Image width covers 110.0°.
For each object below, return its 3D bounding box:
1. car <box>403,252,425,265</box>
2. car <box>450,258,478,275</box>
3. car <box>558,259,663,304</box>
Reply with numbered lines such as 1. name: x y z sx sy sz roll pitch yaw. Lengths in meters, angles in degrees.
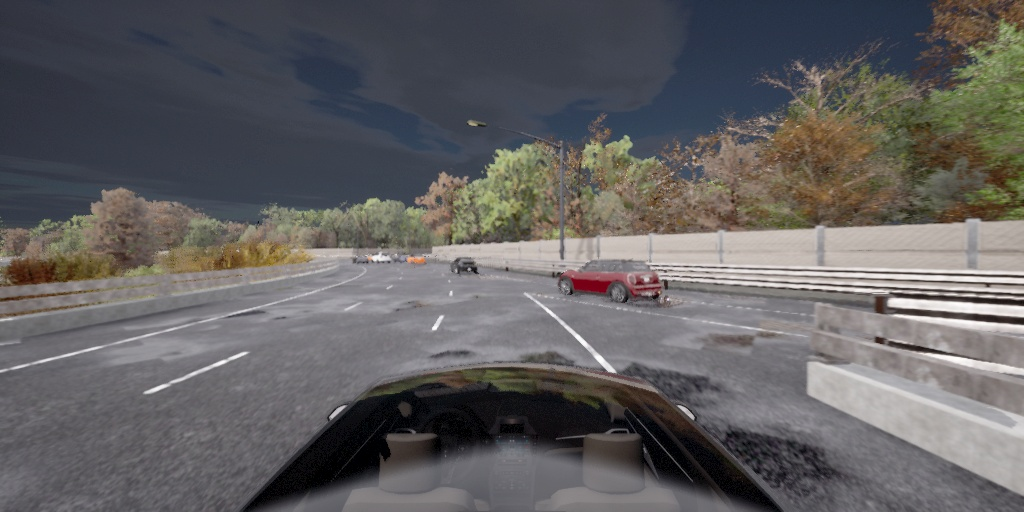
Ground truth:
1. car: -15.721 0.495 58.507 2.097 1.767 4.553 -1 1 -30
2. car: -4.478 0.887 33.032 1.837 1.490 4.892 -1 1 -20
3. car: 3.996 0.898 15.390 2.097 1.767 4.553 -1 1 -32
